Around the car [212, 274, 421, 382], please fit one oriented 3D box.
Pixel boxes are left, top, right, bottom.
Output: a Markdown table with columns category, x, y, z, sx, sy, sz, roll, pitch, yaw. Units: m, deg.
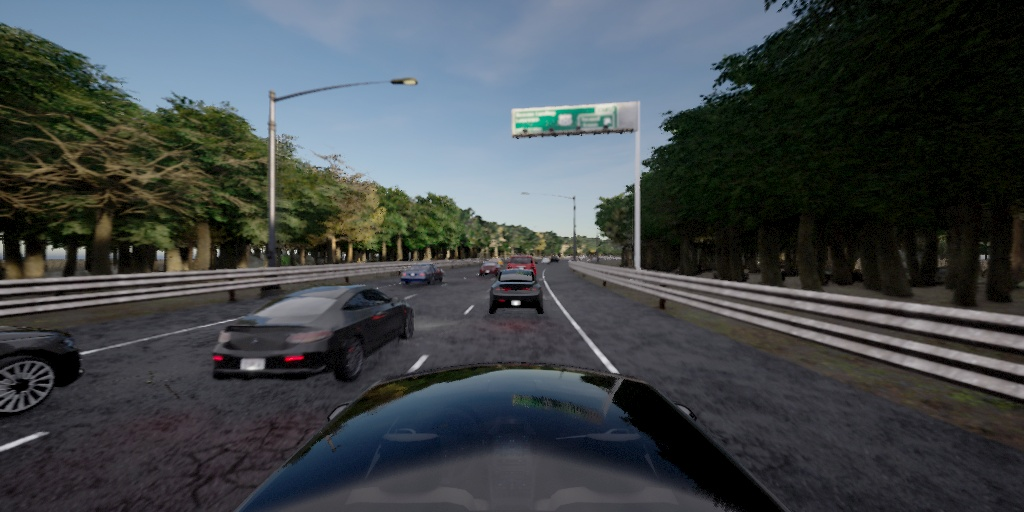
| category | x | y | z | sx | sy | sz | roll | pitch | yaw |
| --- | --- | --- | --- | --- | --- | --- | --- | --- | --- |
| car | -3.390 | 1.269 | 7.047 | 1.812 | 1.442 | 4.674 | 0 | 0 | 1 |

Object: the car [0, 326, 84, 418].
| category | x | y | z | sx | sy | sz | roll | pitch | yaw |
| --- | --- | --- | --- | --- | --- | --- | --- | --- | --- |
| car | -6.918 | 1.212 | 2.926 | 2.128 | 1.511 | 4.902 | 0 | 0 | 0 |

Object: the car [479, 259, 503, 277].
| category | x | y | z | sx | sy | sz | roll | pitch | yaw |
| --- | --- | --- | --- | --- | --- | --- | --- | --- | --- |
| car | -2.075 | 1.264 | 35.812 | 1.812 | 1.442 | 4.674 | 0 | 0 | 5 |

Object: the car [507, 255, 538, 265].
| category | x | y | z | sx | sy | sz | roll | pitch | yaw |
| --- | --- | --- | --- | --- | --- | --- | --- | --- | --- |
| car | 0.785 | 0.970 | 27.383 | 2.150 | 2.045 | 5.566 | 0 | 0 | 3 |

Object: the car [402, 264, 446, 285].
| category | x | y | z | sx | sy | sz | roll | pitch | yaw |
| --- | --- | --- | --- | --- | --- | --- | --- | --- | --- |
| car | -6.352 | 1.277 | 26.123 | 2.033 | 1.411 | 5.357 | 1 | 0 | 4 |

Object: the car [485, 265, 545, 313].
| category | x | y | z | sx | sy | sz | roll | pitch | yaw |
| --- | --- | --- | --- | --- | --- | --- | --- | --- | --- |
| car | 0.196 | 1.256 | 13.931 | 1.837 | 1.490 | 4.892 | 0 | 0 | 2 |

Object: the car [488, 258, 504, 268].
| category | x | y | z | sx | sy | sz | roll | pitch | yaw |
| --- | --- | --- | --- | --- | --- | --- | --- | --- | --- |
| car | -2.768 | 1.201 | 62.206 | 1.882 | 1.535 | 5.008 | 0 | 0 | 8 |
